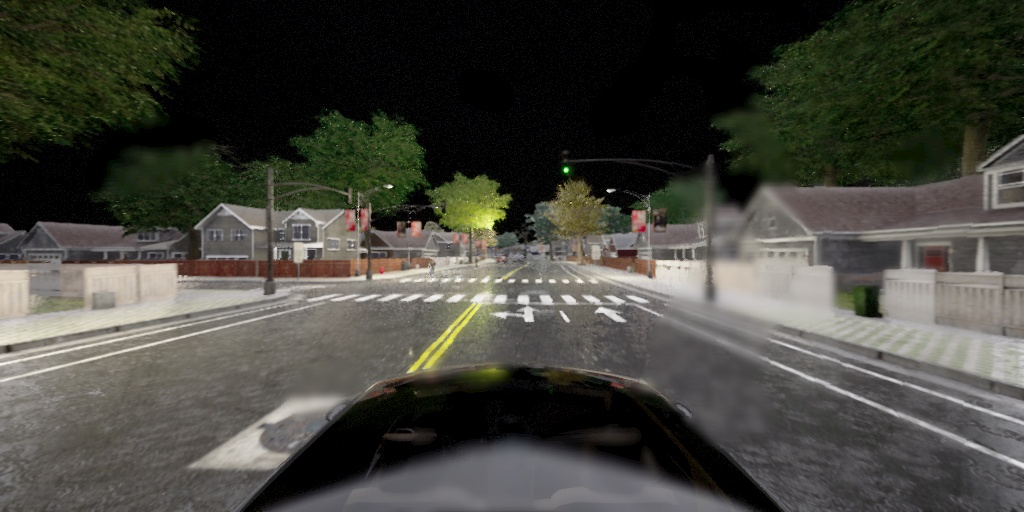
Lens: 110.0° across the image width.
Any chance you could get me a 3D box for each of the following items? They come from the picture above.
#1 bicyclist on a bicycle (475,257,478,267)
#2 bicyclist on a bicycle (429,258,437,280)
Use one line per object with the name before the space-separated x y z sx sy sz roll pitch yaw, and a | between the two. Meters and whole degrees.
bicyclist on a bicycle | -5.492 1.047 55.592 0.582 1.620 1.656 0 1 3
bicyclist on a bicycle | -6.668 1.075 30.023 0.659 1.776 1.843 0 0 2
